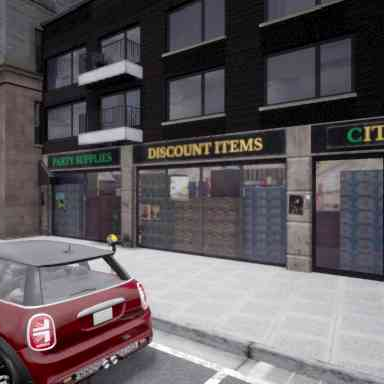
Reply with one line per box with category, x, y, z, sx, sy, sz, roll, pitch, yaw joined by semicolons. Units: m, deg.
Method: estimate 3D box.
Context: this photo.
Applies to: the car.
car;-2.594;1.440;4.925;4.097;1.590;1.967;0;0;35
